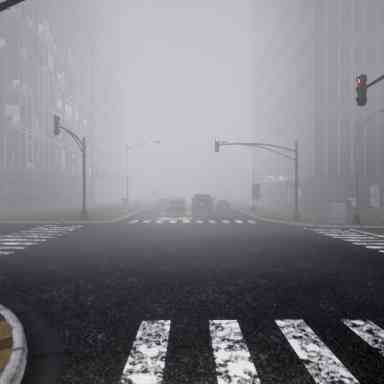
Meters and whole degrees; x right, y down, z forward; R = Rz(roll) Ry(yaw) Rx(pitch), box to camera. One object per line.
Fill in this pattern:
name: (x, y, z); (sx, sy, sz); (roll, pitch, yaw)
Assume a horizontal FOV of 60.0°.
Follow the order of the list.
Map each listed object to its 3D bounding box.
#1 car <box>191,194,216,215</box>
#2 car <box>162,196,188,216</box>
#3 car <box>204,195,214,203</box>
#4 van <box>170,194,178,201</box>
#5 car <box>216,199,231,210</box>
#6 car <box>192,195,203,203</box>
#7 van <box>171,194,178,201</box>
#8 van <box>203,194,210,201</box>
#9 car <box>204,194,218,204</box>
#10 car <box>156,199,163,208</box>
car: (1.110, 1.238, 34.785); (2.150, 2.045, 5.566); (0, 0, 3)
car: (-1.593, 1.494, 33.326); (1.882, 1.535, 5.008); (0, 0, 0)
car: (3.564, 1.432, 69.477); (1.967, 1.590, 4.097); (0, 0, 0)
van: (-4.395, 1.321, 80.476); (1.690, 1.788, 3.998); (0, 0, 0)
car: (3.809, 1.579, 41.841); (1.947, 1.339, 4.313); (0, 0, 0)
car: (1.100, 1.484, 69.050); (2.128, 1.511, 4.902); (0, 0, 0)
van: (-4.434, 1.315, 86.003); (1.690, 1.788, 3.998); (0, 0, 0)
van: (3.485, 1.321, 80.532); (1.690, 1.788, 3.998); (0, 0, 0)
car: (3.603, 1.313, 63.949); (2.192, 1.841, 5.009); (0, 0, 0)
car: (-4.160, 1.592, 47.311); (1.802, 1.307, 4.206); (0, 0, 0)
